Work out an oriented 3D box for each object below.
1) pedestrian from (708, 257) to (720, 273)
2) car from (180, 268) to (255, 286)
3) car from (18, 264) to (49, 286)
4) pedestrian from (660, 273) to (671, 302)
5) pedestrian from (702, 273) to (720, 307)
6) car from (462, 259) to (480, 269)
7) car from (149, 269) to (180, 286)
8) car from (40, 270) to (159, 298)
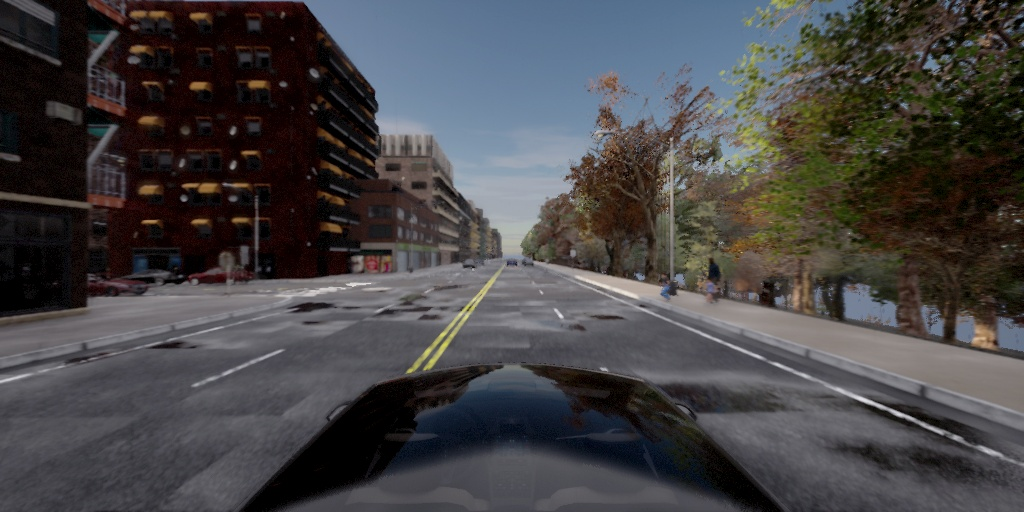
[{"bbox_3d":[7.691,0.892,13.721,0.375,1.860,0.375,0,0,0],"label":"pedestrian"},{"bbox_3d":[-22.846,1.577,28.280,4.507,1.381,1.888,0,0,0],"label":"car"},{"bbox_3d":[-39.493,1.567,28.174,5.009,1.841,2.192,0,0,0],"label":"car"},{"bbox_3d":[6.149,1.172,14.321,0.375,1.300,0.375,0,0,0],"label":"pedestrian"},{"bbox_3d":[7.257,1.272,13.077,0.500,1.100,0.500,0,0,0],"label":"pedestrian"},{"bbox_3d":[-6.556,1.264,55.908,1.837,1.490,4.892,0,0,1],"label":"car"},{"bbox_3d":[-28.167,1.668,28.247,4.313,1.339,1.948,0,0,0],"label":"car"},{"bbox_3d":[-22.795,1.611,19.933,4.207,1.307,1.802,0,0,0],"label":"car"}]
